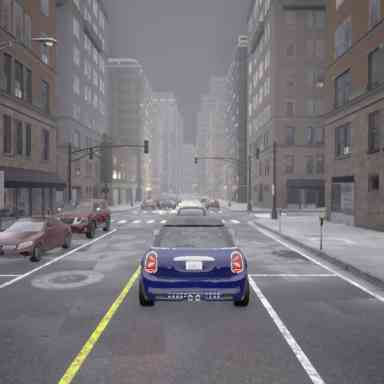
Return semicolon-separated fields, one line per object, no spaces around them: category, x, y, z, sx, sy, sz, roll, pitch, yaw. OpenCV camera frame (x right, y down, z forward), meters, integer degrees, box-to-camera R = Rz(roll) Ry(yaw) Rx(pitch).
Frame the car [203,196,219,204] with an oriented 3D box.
car;2.773;1.601;44.612;1.802;1.307;4.206;-1;0;0

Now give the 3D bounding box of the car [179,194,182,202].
car;-3.182;1.524;55.282;2.128;1.511;4.902;0;0;0

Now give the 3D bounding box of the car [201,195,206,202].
car;2.762;1.551;50.346;1.752;1.417;4.829;-1;0;0

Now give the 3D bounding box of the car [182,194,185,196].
car;-3.119;1.603;69.541;2.033;1.411;5.357;0;0;0

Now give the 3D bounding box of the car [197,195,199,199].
car;2.723;1.501;72.429;1.967;1.590;4.097;-1;0;0

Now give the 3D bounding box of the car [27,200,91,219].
car;-11.864;1.570;29.856;4.902;1.511;2.128;0;1;0

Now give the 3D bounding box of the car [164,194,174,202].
car;-5.824;1.400;83.525;2.192;1.841;5.009;-1;0;0

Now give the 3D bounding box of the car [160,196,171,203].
car;-5.801;1.612;72.394;2.008;1.369;4.403;-1;0;0

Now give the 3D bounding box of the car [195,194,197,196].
car;2.692;1.411;89.120;2.192;1.841;5.009;-1;0;0

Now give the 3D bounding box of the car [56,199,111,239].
car;-5.708;1.315;17.570;2.192;1.841;5.009;-1;0;0

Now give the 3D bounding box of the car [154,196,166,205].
car;-5.782;1.566;61.094;1.752;1.417;4.829;-1;0;0

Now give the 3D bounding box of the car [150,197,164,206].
car;-5.772;1.578;55.700;1.887;1.381;4.507;-1;0;0

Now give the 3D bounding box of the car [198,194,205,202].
car;2.734;1.595;66.865;1.887;1.381;4.507;-1;0;0

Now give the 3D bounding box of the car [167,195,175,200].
car;-5.841;1.547;94.655;1.967;1.590;4.097;-1;0;0

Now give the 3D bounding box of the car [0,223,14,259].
car;-5.686;1.550;6.404;2.008;1.369;4.403;-1;0;0

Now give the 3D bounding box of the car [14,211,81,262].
car;-5.695;1.581;11.987;1.802;1.307;4.206;-1;0;0

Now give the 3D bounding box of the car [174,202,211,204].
car;-0.014;1.505;17.331;1.837;1.490;4.892;0;0;0

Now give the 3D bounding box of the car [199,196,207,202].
car;2.705;1.635;83.556;2.008;1.369;4.403;-1;0;0

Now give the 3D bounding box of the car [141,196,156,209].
car;-5.752;1.601;44.570;1.802;1.307;4.206;-1;0;0

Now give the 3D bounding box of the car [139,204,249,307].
car;0.049;1.351;8.153;2.097;1.767;4.553;0;0;0

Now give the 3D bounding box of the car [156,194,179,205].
car;-3.173;1.370;43.971;2.097;1.767;4.553;0;0;0
